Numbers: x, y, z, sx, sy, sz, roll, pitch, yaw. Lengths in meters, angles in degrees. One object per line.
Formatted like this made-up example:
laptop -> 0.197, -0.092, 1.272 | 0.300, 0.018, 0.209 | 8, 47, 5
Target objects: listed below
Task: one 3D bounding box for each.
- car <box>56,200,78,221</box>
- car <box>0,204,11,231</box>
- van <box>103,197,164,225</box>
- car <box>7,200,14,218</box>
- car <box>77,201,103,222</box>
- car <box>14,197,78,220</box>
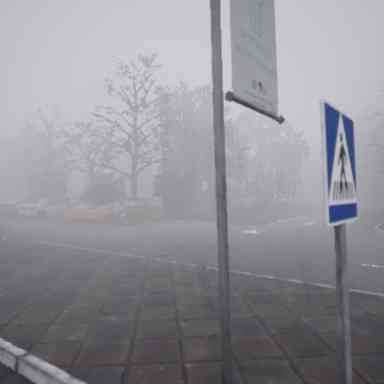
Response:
car -> -8.432, 1.659, 28.474 | 1.946, 1.575, 5.366 | -1, -1, 35
car -> -11.717, 1.525, 15.357 | 1.946, 1.575, 5.366 | -1, -1, 35
van -> -4.131, 1.367, 25.108 | 1.878, 1.987, 4.442 | -1, -1, 35
car -> -15.528, 1.824, 33.171 | 2.231, 1.521, 4.892 | -2, -1, 35
car -> -6.249, 1.623, 26.951 | 1.946, 1.575, 5.366 | -1, -1, 35
car -> -13.246, 1.508, 31.571 | 2.435, 2.045, 5.566 | -2, -1, 35
